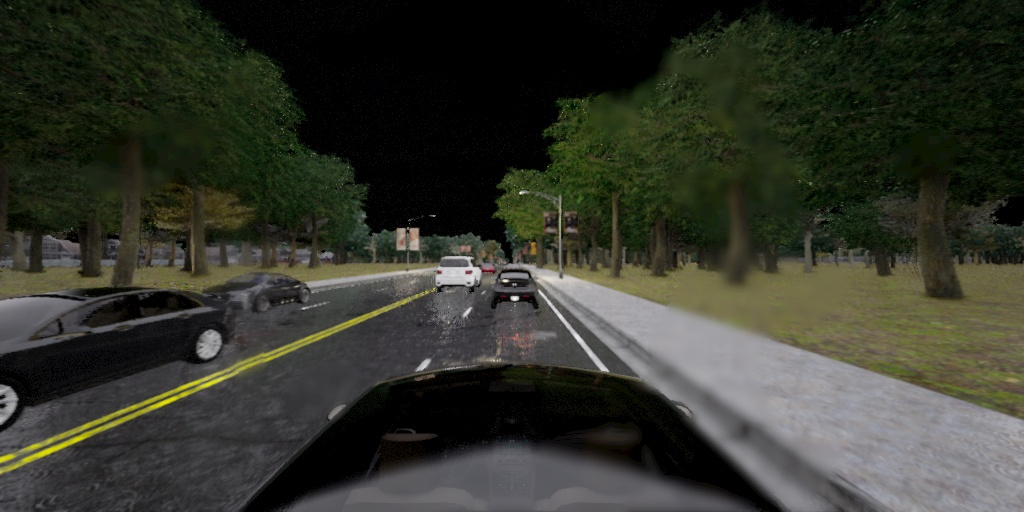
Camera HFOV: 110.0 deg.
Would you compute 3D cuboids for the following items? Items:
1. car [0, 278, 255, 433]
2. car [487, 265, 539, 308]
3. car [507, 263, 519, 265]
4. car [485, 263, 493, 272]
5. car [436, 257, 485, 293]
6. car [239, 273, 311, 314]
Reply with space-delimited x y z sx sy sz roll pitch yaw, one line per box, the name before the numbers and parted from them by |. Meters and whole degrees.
car | -6.570 1.267 5.336 1.837 1.490 4.892 0 -1 0
car | 0.106 1.310 15.649 1.837 1.490 4.892 0 0 0
car | 0.115 1.509 39.171 2.033 1.411 5.357 0 0 0
car | -3.130 1.594 48.335 1.994 1.385 4.181 0 0 0
car | -3.141 1.062 21.884 2.150 2.045 5.566 0 0 0
car | -9.745 1.361 13.898 1.994 1.385 4.181 0 0 0
